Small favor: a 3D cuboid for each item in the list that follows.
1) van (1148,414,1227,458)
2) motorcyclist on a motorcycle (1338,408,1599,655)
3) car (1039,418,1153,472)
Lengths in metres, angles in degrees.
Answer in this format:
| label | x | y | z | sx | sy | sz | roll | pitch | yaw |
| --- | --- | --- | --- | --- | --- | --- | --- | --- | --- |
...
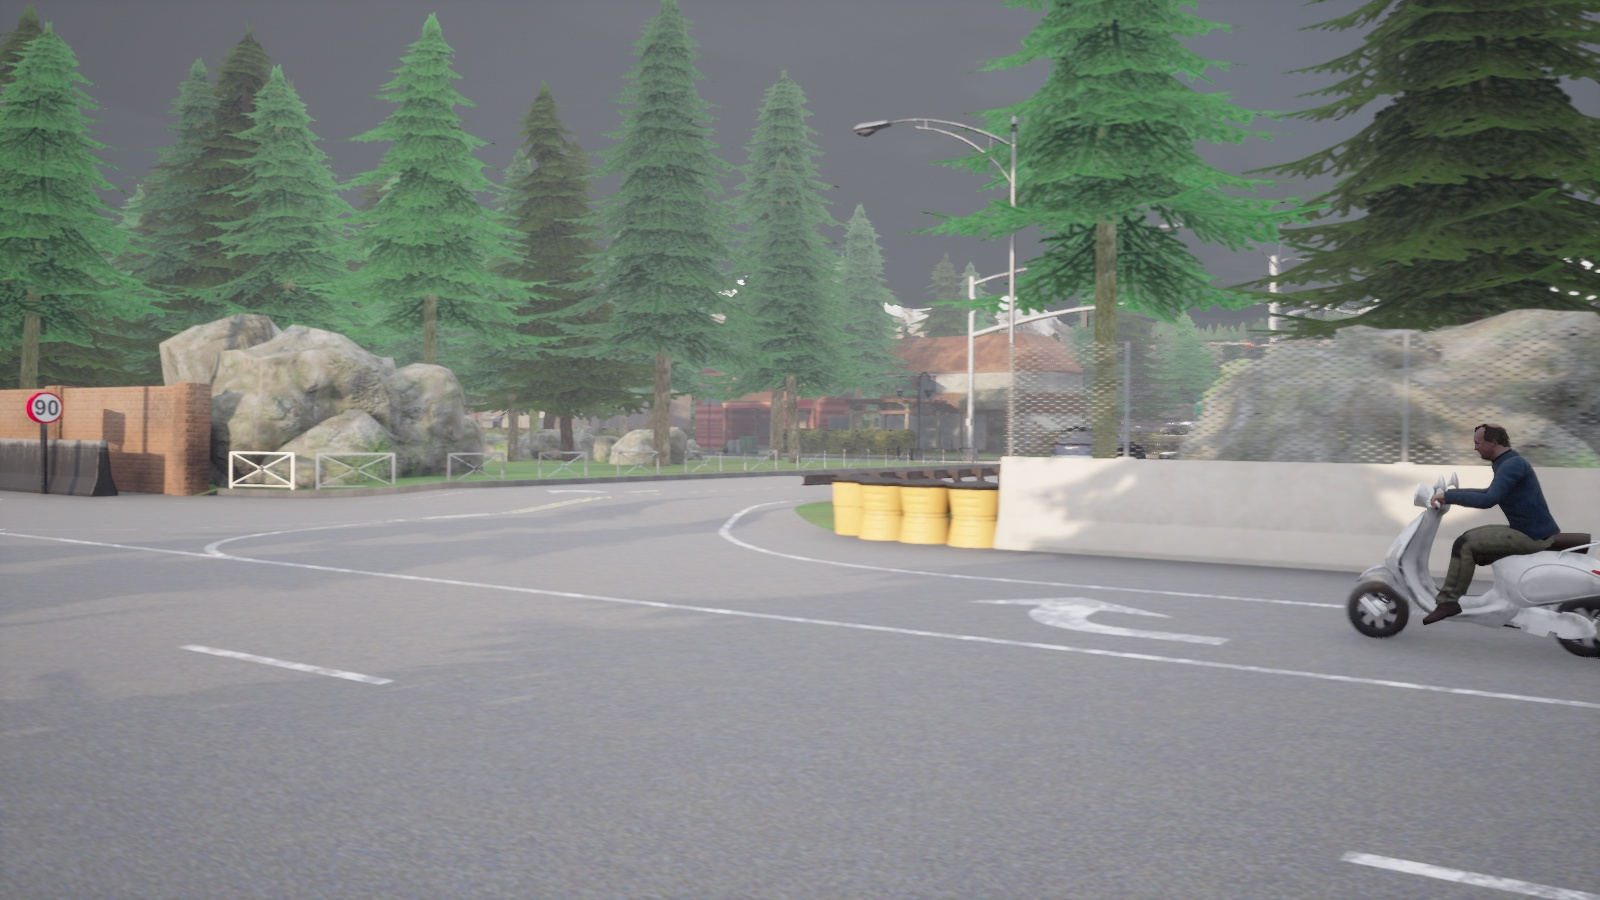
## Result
| label | x | y | z | sx | sy | sz | roll | pitch | yaw |
| --- | --- | --- | --- | --- | --- | --- | --- | --- | --- |
| van | 19.016 | -0.737 | 61.508 | 2.069 | 2.038 | 4.480 | 1 | 2 | 42 |
| motorcyclist on a motorcycle | 4.835 | 0.521 | 8.813 | 1.817 | 1.590 | 0.866 | 0 | 1 | 34 |
| car | 9.768 | -0.185 | 41.166 | 2.033 | 1.649 | 4.856 | 0 | 1 | 34 |
